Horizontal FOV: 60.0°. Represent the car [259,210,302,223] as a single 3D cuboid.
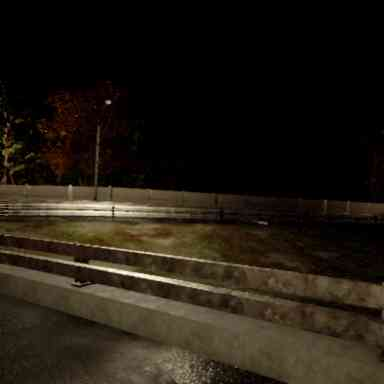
[{"bbox_3d":[10.606,2.914,39.657,5.357,1.411,2.033,4,-1,-21],"label":"car"}]
